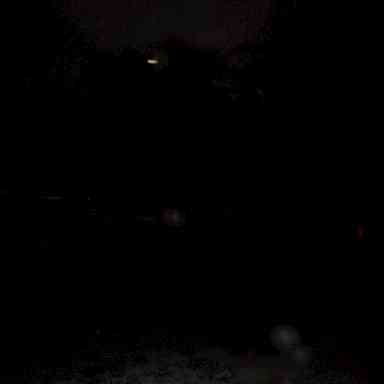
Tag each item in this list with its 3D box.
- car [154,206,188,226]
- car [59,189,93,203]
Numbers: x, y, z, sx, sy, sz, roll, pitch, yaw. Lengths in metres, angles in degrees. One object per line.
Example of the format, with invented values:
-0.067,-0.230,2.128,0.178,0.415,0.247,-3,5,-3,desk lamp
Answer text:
-1.775,1.843,26.750,1.994,1.385,4.181,0,1,-17,car
-14.801,0.432,42.431,4.892,1.490,1.837,7,2,31,car
